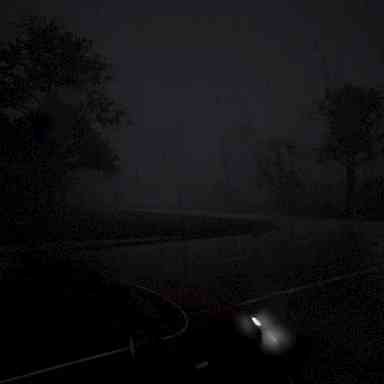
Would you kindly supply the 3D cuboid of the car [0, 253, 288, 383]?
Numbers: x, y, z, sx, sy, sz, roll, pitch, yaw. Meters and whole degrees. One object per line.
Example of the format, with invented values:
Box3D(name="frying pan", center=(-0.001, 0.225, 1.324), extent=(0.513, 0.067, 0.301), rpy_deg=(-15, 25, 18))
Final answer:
Box3D(name="car", center=(-1.271, 1.352, 2.813), extent=(4.553, 1.767, 2.097), rpy_deg=(0, 0, -36))
